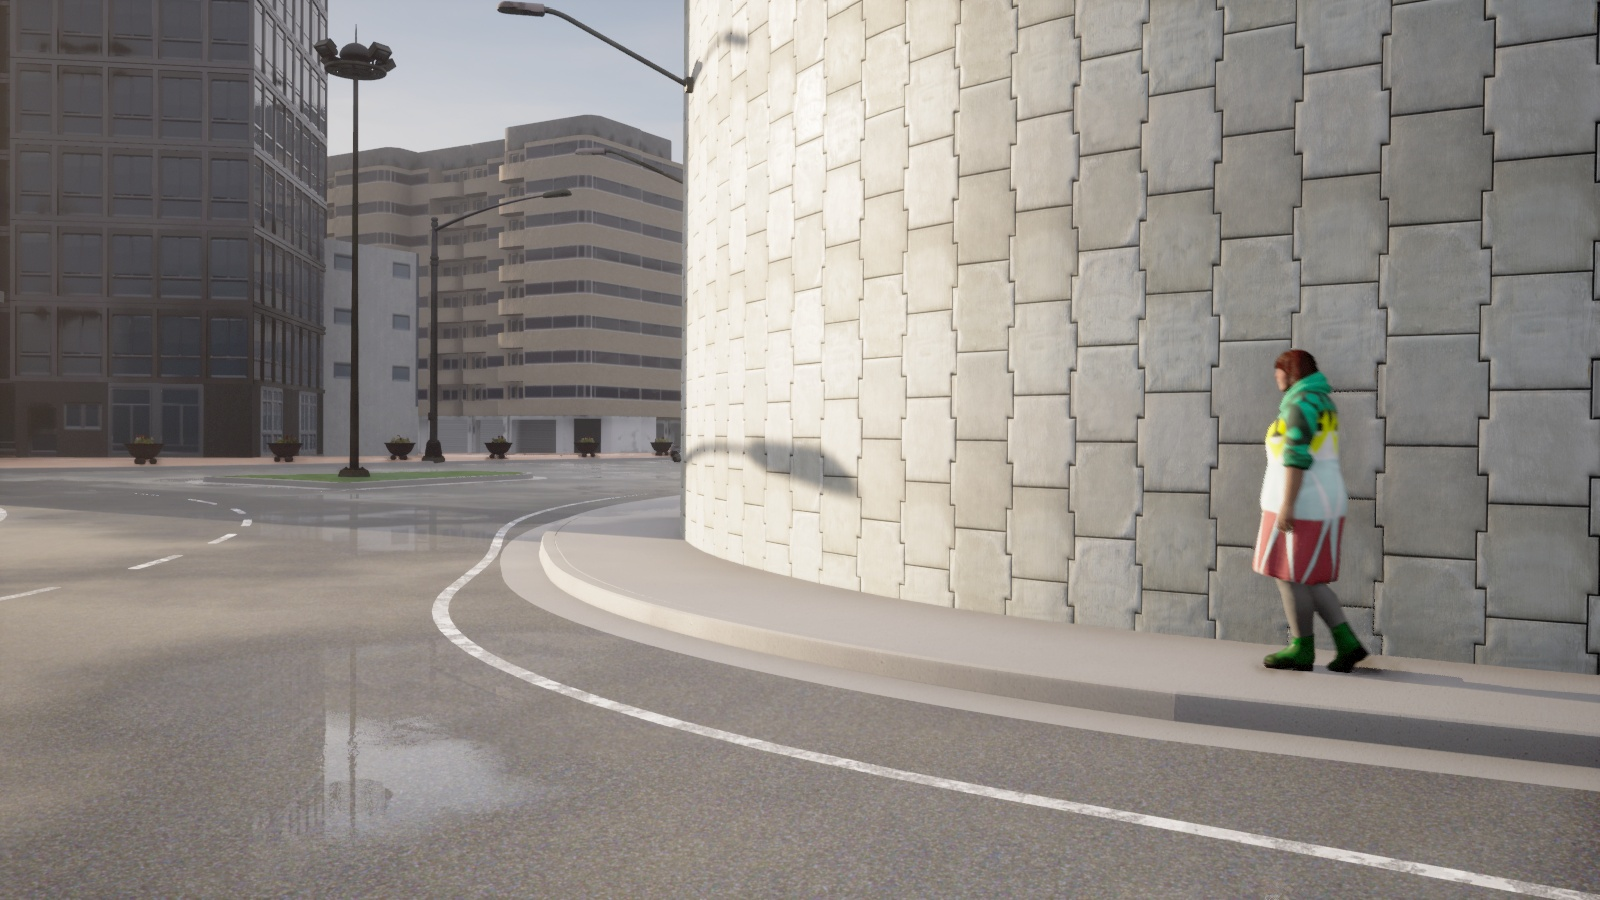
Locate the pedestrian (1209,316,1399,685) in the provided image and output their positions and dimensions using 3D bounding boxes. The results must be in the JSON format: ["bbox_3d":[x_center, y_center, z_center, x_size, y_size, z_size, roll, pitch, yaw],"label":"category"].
[{"bbox_3d":[2.875,0.263,7.156,0.873,1.952,0.659,0,1,35],"label":"pedestrian"}]

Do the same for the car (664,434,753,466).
[{"bbox_3d":[-4.389,-0.033,60.788,1.812,1.442,4.674,0,1,33],"label":"car"}]
